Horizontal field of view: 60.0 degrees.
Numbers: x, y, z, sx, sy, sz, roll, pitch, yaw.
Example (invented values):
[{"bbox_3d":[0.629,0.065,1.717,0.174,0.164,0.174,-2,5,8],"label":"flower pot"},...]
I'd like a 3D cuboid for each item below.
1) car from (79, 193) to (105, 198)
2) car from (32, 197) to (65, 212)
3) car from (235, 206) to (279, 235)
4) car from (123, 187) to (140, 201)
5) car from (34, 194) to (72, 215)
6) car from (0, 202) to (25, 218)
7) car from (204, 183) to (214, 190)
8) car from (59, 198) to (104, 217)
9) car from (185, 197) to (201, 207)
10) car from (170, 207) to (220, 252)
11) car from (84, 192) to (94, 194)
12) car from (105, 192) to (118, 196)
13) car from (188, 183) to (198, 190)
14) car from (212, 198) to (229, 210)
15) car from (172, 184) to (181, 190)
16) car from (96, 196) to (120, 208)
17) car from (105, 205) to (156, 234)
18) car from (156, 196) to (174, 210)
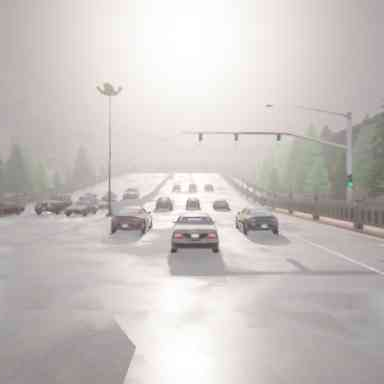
[{"bbox_3d":[-14.030,1.373,45.387,2.033,1.411,5.357,0,2,1],"label":"car"},{"bbox_3d":[-17.560,1.436,40.879,1.882,1.535,5.008,0,1,0],"label":"car"},{"bbox_3d":[3.597,1.532,18.853,1.812,1.442,4.674,0,0,0],"label":"car"},{"bbox_3d":[-10.440,0.262,57.517,2.150,2.045,5.566,0,5,1],"label":"car"},{"bbox_3d":[-14.062,1.226,34.347,2.150,2.045,5.566,0,0,0],"label":"car"},{"bbox_3d":[-17.606,1.611,30.938,1.895,1.301,4.718,0,0,1],"label":"car"},{"bbox_3d":[3.677,-1.187,72.813,1.994,1.385,4.181,0,7,0],"label":"car"},{"bbox_3d":[-10.573,1.553,32.273,2.033,1.411,5.357,0,0,0],"label":"car"},{"bbox_3d":[0.126,1.360,43.861,1.882,1.535,5.008,0,2,0],"label":"car"},{"bbox_3d":[0.107,1.552,13.886,2.033,1.411,5.357,0,0,0],"label":"car"},{"bbox_3d":[-17.459,0.763,56.203,1.895,1.301,4.718,0,5,1],"label":"car"},{"bbox_3d":[-13.963,0.673,56.792,1.994,1.385,4.181,0,5,1],"label":"car"},{"bbox_3d":[0.180,-1.291,73.241,1.837,1.490,4.892,0,7,0],"label":"car"},{"bbox_3d":[3.623,1.481,42.784,1.994,1.385,4.181,0,2,0],"label":"car"},{"bbox_3d":[-3.323,-1.148,72.890,1.895,1.301,4.718,0,7,0],"label":"car"},{"bbox_3d":[-10.552,1.523,42.498,1.895,1.301,4.718,0,2,0],"label":"car"},{"bbox_3d":[-3.390,1.533,19.119,1.812,1.442,4.674,0,0,0],"label":"car"},{"bbox_3d":[-3.378,1.289,41.989,2.097,1.767,4.553,0,1,0],"label":"car"}]
